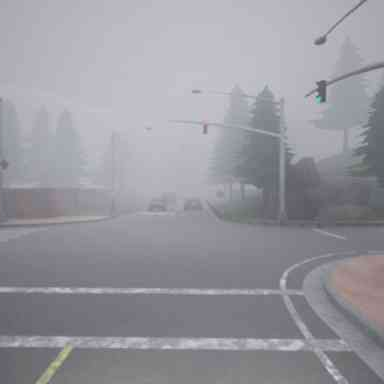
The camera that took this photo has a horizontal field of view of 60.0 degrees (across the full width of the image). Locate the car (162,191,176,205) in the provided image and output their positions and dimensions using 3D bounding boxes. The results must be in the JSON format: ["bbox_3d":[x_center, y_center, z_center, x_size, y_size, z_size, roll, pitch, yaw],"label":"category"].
[{"bbox_3d":[-3.536,0.880,50.096,2.150,2.045,5.566,0,0,1],"label":"car"}]

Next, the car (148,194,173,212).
[{"bbox_3d":[-3.574,1.302,35.851,2.033,1.411,5.357,0,0,0],"label":"car"}]

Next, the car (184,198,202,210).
[{"bbox_3d":[0.104,1.307,37.485,1.994,1.385,4.181,0,0,0],"label":"car"}]
